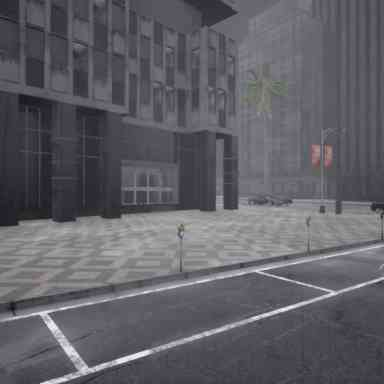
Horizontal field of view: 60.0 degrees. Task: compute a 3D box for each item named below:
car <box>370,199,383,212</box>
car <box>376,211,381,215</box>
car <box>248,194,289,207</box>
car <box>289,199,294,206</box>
[{"bbox_3d":[17.977,1.296,28.511,1.837,1.490,4.892,0,1,-35],"label":"car"},{"bbox_3d":[9.622,1.553,13.528,4.403,1.369,2.008,0,0,-36],"label":"car"},{"bbox_3d":[9.067,1.024,41.062,1.837,1.490,4.892,0,1,-35],"label":"car"},{"bbox_3d":[11.013,1.107,43.935,1.895,1.301,4.718,0,1,-35],"label":"car"}]
